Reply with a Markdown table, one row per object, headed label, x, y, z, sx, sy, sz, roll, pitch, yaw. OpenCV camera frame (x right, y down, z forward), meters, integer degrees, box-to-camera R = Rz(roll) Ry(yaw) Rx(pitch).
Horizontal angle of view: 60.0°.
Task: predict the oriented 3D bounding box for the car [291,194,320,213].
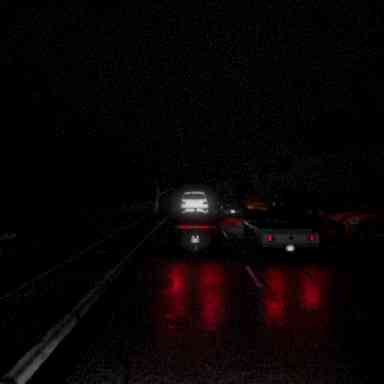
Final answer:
| label | x | y | z | sx | sy | sz | roll | pitch | yaw |
| --- | --- | --- | --- | --- | --- | --- | --- | --- | --- |
| car | 8.165 | 1.167 | 18.154 | 4.553 | 1.767 | 2.185 | 1 | 0 | -20 |

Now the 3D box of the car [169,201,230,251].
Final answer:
| label | x | y | z | sx | sy | sz | roll | pitch | yaw |
| --- | --- | --- | --- | --- | --- | --- | --- | --- | --- |
| car | 0.138 | 1.345 | 13.285 | 2.128 | 1.511 | 4.902 | 0 | 1 | 1 |

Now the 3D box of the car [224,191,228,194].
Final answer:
| label | x | y | z | sx | sy | sz | roll | pitch | yaw |
| --- | --- | --- | --- | --- | --- | --- | --- | --- | --- |
| car | 8.454 | 1.104 | 57.195 | 4.792 | 1.488 | 2.163 | 1 | 0 | -20 |

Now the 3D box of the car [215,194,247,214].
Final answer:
| label | x | y | z | sx | sy | sz | roll | pitch | yaw |
| --- | --- | --- | --- | --- | --- | --- | --- | --- | --- |
| car | 3.229 | 1.236 | 28.337 | 1.837 | 1.490 | 4.892 | 0 | 1 | 1 |

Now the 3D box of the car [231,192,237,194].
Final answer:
| label | x | y | z | sx | sy | sz | roll | pitch | yaw |
| --- | --- | --- | --- | --- | --- | --- | --- | --- | --- |
| car | 8.349 | 1.144 | 45.170 | 5.008 | 1.535 | 2.097 | 1 | 0 | -20 |

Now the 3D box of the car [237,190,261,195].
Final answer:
| label | x | y | z | sx | sy | sz | roll | pitch | yaw |
| --- | --- | --- | --- | --- | --- | --- | --- | --- | --- |
| car | 8.281 | 0.925 | 36.149 | 5.566 | 2.045 | 2.435 | 1 | 1 | -20 |

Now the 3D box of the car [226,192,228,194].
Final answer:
| label | x | y | z | sx | sy | sz | roll | pitch | yaw |
| --- | --- | --- | --- | --- | --- | --- | --- | --- | --- |
| car | 8.412 | 1.142 | 54.170 | 4.674 | 1.452 | 2.002 | 1 | 1 | -20 |

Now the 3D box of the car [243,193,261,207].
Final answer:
| label | x | y | z | sx | sy | sz | roll | pitch | yaw |
| --- | --- | --- | --- | --- | --- | --- | --- | --- | --- |
| car | 8.109 | 1.184 | 33.099 | 5.366 | 1.575 | 1.946 | 1 | 1 | -20 |

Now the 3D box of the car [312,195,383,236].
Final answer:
| label | x | y | z | sx | sy | sz | roll | pitch | yaw |
| --- | --- | --- | --- | --- | --- | --- | --- | --- | --- |
| car | 8.210 | 1.196 | 15.168 | 4.553 | 1.767 | 2.185 | 1 | 1 | -20 |

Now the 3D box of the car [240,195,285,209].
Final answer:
| label | x | y | z | sx | sy | sz | roll | pitch | yaw |
| --- | --- | --- | --- | --- | --- | --- | --- | --- | --- |
| car | 8.294 | 1.193 | 39.154 | 4.792 | 1.488 | 2.163 | 1 | 0 | -20 |

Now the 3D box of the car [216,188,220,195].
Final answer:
| label | x | y | z | sx | sy | sz | roll | pitch | yaw |
| --- | --- | --- | --- | --- | --- | --- | --- | --- | --- |
| car | 8.477 | 0.682 | 69.171 | 5.566 | 2.045 | 2.435 | 0 | 1 | -20 |

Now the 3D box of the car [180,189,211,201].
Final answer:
| label | x | y | z | sx | sy | sz | roll | pitch | yaw |
| --- | --- | --- | --- | --- | --- | --- | --- | --- | --- |
| car | 0.208 | 0.960 | 27.187 | 2.150 | 2.045 | 5.566 | 0 | 1 | 1 |

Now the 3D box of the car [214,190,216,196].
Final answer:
| label | x | y | z | sx | sy | sz | roll | pitch | yaw |
| --- | --- | --- | --- | --- | --- | --- | --- | --- | --- |
| car | 8.546 | 0.746 | 81.190 | 4.792 | 1.488 | 2.163 | 0 | 1 | -20 |

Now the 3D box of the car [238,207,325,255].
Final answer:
| label | x | y | z | sx | sy | sz | roll | pitch | yaw |
| --- | --- | --- | --- | --- | --- | --- | --- | --- | --- |
| car | 3.128 | 1.460 | 12.670 | 1.895 | 1.301 | 4.718 | 0 | 1 | 1 |

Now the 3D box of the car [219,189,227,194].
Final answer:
| label | x | y | z | sx | sy | sz | roll | pitch | yaw |
| --- | --- | --- | --- | --- | --- | --- | --- | --- | --- |
| car | 8.475 | 0.795 | 60.191 | 5.566 | 2.045 | 2.435 | 1 | 0 | -20 |

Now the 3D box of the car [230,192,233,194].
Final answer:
| label | x | y | z | sx | sy | sz | roll | pitch | yaw |
| --- | --- | --- | --- | --- | --- | --- | --- | --- | --- |
| car | 8.376 | 1.172 | 48.171 | 4.674 | 1.452 | 2.002 | 1 | 1 | -20 |

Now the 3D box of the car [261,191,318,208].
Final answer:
| label | x | y | z | sx | sy | sz | roll | pitch | yaw |
| --- | --- | --- | --- | --- | --- | --- | --- | --- | --- |
| car | 8.257 | 0.993 | 24.179 | 5.566 | 2.045 | 2.435 | 1 | 0 | -20 |

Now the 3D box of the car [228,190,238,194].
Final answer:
| label | x | y | z | sx | sy | sz | roll | pitch | yaw |
| --- | --- | --- | --- | --- | --- | --- | --- | --- | --- |
| car | 8.424 | 0.992 | 51.180 | 4.553 | 1.767 | 2.185 | 1 | 1 | -20 |

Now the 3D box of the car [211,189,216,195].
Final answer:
| label | x | y | z | sx | sy | sz | roll | pitch | yaw |
| --- | --- | --- | --- | --- | --- | --- | --- | --- | --- |
| car | 8.618 | 0.514 | 93.193 | 4.792 | 1.488 | 2.163 | 0 | 1 | -20 |

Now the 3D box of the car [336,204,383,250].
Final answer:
| label | x | y | z | sx | sy | sz | roll | pitch | yaw |
| --- | --- | --- | --- | --- | --- | --- | --- | --- | --- |
| car | 8.165 | 1.353 | 12.160 | 4.892 | 1.521 | 2.231 | 1 | 1 | -20 |

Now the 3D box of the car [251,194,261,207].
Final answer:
| label | x | y | z | sx | sy | sz | roll | pitch | yaw |
| --- | --- | --- | --- | --- | --- | --- | --- | --- | --- |
| car | 8.440 | 1.205 | 30.231 | 5.366 | 1.575 | 1.946 | 1 | 0 | -20 |
